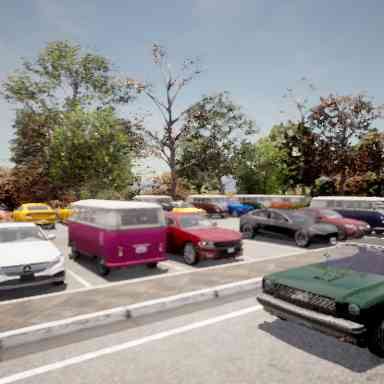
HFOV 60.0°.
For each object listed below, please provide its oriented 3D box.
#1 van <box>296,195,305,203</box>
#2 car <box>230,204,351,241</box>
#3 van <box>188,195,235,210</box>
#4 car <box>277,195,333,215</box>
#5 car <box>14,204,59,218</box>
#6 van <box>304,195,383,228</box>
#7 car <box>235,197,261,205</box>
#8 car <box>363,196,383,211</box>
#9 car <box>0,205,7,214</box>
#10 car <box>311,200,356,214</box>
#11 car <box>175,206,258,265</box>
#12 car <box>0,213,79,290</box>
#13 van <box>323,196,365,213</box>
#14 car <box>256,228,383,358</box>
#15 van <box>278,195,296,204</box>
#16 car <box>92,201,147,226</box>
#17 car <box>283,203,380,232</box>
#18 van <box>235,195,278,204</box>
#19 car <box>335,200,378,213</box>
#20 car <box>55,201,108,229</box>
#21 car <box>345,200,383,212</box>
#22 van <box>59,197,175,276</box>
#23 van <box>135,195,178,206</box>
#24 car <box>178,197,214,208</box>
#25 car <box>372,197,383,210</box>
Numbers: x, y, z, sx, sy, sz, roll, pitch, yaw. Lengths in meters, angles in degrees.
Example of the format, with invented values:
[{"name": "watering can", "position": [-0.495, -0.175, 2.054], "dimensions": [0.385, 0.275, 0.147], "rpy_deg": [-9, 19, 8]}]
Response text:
[{"name": "van", "position": [10.157, 1.368, 35.697], "dimensions": [1.878, 1.987, 4.442], "rpy_deg": [1, -1, -35]}, {"name": "car", "position": [4.271, 1.518, 15.260], "dimensions": [2.163, 1.488, 4.792], "rpy_deg": [0, 0, -36]}, {"name": "van", "position": [1.384, 1.262, 29.158], "dimensions": [1.878, 1.987, 4.442], "rpy_deg": [0, 0, -35]}, {"name": "car", "position": [12.497, 1.387, 37.187], "dimensions": [2.435, 2.045, 5.566], "rpy_deg": [1, -1, -35]}, {"name": "car", "position": [-10.061, 1.486, 21.137], "dimensions": [2.097, 1.535, 5.008], "rpy_deg": [0, 0, -35]}, {"name": "van", "position": [8.844, 1.263, 18.413], "dimensions": [1.878, 1.987, 4.442], "rpy_deg": [0, 0, -35]}, {"name": "car", "position": [3.569, 1.488, 30.865], "dimensions": [2.097, 1.535, 5.008], "rpy_deg": [0, 0, -35]}, {"name": "car", "position": [28.388, 1.703, 48.513], "dimensions": [2.435, 2.045, 5.566], "rpy_deg": [1, -1, -35]}, {"name": "car", "position": [-12.200, 1.361, 19.580], "dimensions": [2.185, 1.767, 4.553], "rpy_deg": [0, 0, -35]}, {"name": "car", "position": [17.091, 1.770, 40.493], "dimensions": [2.002, 1.452, 4.674], "rpy_deg": [1, -1, -35]}, {"name": "car", "position": [-0.270, 1.487, 12.067], "dimensions": [2.097, 1.535, 5.008], "rpy_deg": [0, 0, -35]}, {"name": "car", "position": [-4.790, 1.527, 8.842], "dimensions": [2.002, 1.452, 4.674], "rpy_deg": [0, 0, -35]}, {"name": "van", "position": [19.179, 1.547, 42.127], "dimensions": [1.878, 1.987, 4.442], "rpy_deg": [1, -1, -35]}, {"name": "car", "position": [3.405, 1.602, 6.116], "dimensions": [4.718, 1.301, 1.895], "rpy_deg": [0, 0, -36]}, {"name": "van", "position": [8.003, 1.325, 34.162], "dimensions": [1.878, 1.987, 4.442], "rpy_deg": [1, -1, -35]}, {"name": "car", "position": [-5.447, 1.488, 24.425], "dimensions": [2.231, 1.521, 4.892], "rpy_deg": [0, 0, -35]}, {"name": "car", "position": [6.514, 1.528, 16.898], "dimensions": [2.002, 1.452, 4.674], "rpy_deg": [0, 0, -35]}, {"name": "van", "position": [5.775, 1.278, 32.287], "dimensions": [1.878, 1.987, 4.442], "rpy_deg": [1, 0, -35]}, {"name": "car", "position": [21.497, 1.858, 43.640], "dimensions": [2.002, 1.452, 4.674], "rpy_deg": [1, -1, -35]}, {"name": "car", "position": [-7.703, 1.487, 22.818], "dimensions": [2.097, 1.535, 5.008], "rpy_deg": [0, 0, -35]}, {"name": "car", "position": [23.860, 1.865, 45.314], "dimensions": [2.097, 1.535, 5.008], "rpy_deg": [1, -1, -35]}, {"name": "van", "position": [-2.595, 1.261, 10.546], "dimensions": [1.878, 1.987, 4.442], "rpy_deg": [0, 0, -35]}, {"name": "van", "position": [-3.262, 1.262, 26.133], "dimensions": [1.878, 1.987, 4.442], "rpy_deg": [0, 0, -35]}, {"name": "car", "position": [-0.831, 1.485, 27.496], "dimensions": [1.946, 1.575, 5.366], "rpy_deg": [0, 0, -36]}, {"name": "car", "position": [30.644, 1.748, 50.121], "dimensions": [2.435, 2.045, 5.566], "rpy_deg": [1, -1, -35]}]
